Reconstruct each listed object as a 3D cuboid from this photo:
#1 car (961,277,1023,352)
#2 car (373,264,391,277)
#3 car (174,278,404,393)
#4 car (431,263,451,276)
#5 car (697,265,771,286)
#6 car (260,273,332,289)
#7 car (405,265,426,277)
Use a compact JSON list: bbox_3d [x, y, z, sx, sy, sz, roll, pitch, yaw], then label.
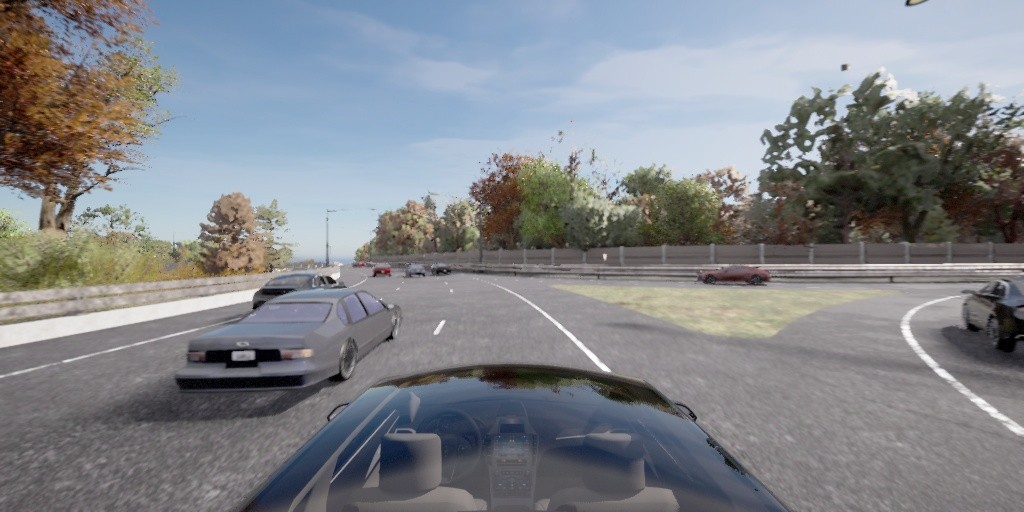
[{"bbox_3d":[11.767,1.220,7.932,2.128,1.511,4.902,-1,-1,44],"label":"car"},{"bbox_3d":[-15.904,1.674,43.761,1.882,1.535,5.008,0,0,-23],"label":"car"},{"bbox_3d":[-3.657,1.365,7.169,2.033,1.411,5.357,0,0,-4],"label":"car"},{"bbox_3d":[-9.049,1.646,45.521,1.882,1.535,5.008,0,0,-23],"label":"car"},{"bbox_3d":[16.244,1.381,26.454,4.674,1.442,1.812,-1,0,20],"label":"car"},{"bbox_3d":[-7.832,1.403,13.799,1.837,1.490,4.892,0,0,-7],"label":"car"},{"bbox_3d":[-11.239,1.698,41.673,2.033,1.411,5.357,0,0,-22],"label":"car"}]
